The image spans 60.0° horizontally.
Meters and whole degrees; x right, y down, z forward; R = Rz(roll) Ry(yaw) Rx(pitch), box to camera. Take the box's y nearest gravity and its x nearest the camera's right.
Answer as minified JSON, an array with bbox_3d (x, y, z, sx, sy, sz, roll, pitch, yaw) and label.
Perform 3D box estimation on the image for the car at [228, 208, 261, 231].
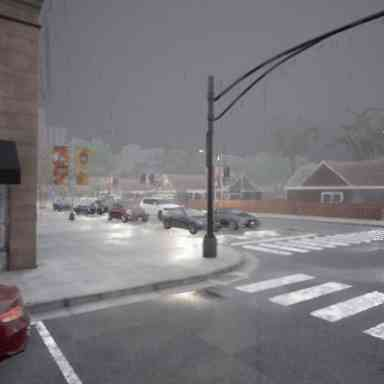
[{"bbox_3d":[2.615,1.760,22.278,1.994,1.385,4.181,0,-1,-35],"label":"car"}]

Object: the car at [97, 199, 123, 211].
[{"bbox_3d":[-12.107,1.880,49.008,2.128,1.511,4.902,0,-1,-35],"label":"car"}]

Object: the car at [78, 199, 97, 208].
[{"bbox_3d":[-18.076,1.968,57.399,1.812,1.442,4.674,0,-1,-35],"label":"car"}]

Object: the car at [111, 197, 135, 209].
[{"bbox_3d":[-11.155,1.779,53.320,2.097,1.767,4.553,0,-1,-35],"label":"car"}]

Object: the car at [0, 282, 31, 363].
[{"bbox_3d":[-3.966,1.569,3.370,4.206,1.307,1.802,1,0,-35],"label":"car"}]

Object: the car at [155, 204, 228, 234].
[{"bbox_3d":[-0.165,1.700,20.584,1.812,1.442,4.674,0,-1,-35],"label":"car"}]

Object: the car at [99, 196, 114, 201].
[{"bbox_3d":[-8.623,1.659,38.220,2.097,1.767,4.553,0,-1,-35],"label":"car"}]

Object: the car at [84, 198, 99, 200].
[{"bbox_3d":[-14.462,1.888,46.568,1.812,1.442,4.674,0,-1,-35],"label":"car"}]

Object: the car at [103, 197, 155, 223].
[{"bbox_3d":[-5.383,1.579,27.982,2.097,1.767,4.553,0,-1,-35],"label":"car"}]

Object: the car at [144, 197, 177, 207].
[{"bbox_3d":[-2.781,1.471,29.929,2.150,2.045,5.566,0,-1,-35],"label":"car"}]

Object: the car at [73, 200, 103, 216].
[{"bbox_3d":[-11.179,1.884,36.195,1.895,1.301,4.718,0,-1,-35],"label":"car"}]

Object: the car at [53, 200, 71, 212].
[{"bbox_3d":[-17.507,1.821,45.252,1.882,1.535,5.008,0,0,-35],"label":"car"}]
